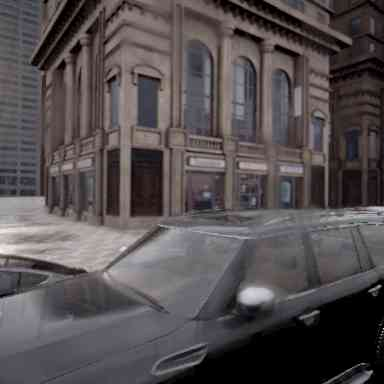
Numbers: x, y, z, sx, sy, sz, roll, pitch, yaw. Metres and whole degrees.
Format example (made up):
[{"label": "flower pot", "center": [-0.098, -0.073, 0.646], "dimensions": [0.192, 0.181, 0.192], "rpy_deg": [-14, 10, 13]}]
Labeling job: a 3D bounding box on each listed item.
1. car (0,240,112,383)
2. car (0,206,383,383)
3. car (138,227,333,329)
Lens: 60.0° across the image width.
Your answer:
[{"label": "car", "center": [-3.442, 1.562, 4.190], "dimensions": [4.313, 1.339, 1.947], "rpy_deg": [1, 0, -35]}, {"label": "car", "center": [0.478, 1.244, 3.718], "dimensions": [5.566, 2.045, 2.150], "rpy_deg": [1, 0, -35]}, {"label": "car", "center": [1.119, 1.630, 7.442], "dimensions": [4.206, 1.307, 1.802], "rpy_deg": [1, 0, -35]}]
